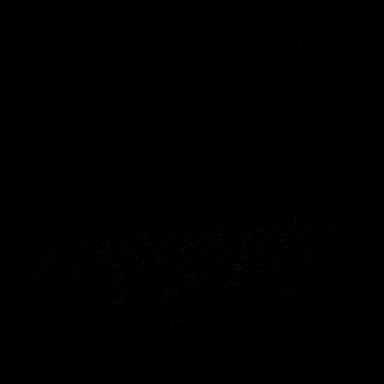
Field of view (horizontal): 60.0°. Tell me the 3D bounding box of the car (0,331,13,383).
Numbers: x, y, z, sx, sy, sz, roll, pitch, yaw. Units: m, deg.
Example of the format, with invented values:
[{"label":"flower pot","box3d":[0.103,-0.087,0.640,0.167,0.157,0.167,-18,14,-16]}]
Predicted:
[{"label":"car","box3d":[-3.365,1.189,0.512,5.566,2.045,2.150,1,0,-36]}]
